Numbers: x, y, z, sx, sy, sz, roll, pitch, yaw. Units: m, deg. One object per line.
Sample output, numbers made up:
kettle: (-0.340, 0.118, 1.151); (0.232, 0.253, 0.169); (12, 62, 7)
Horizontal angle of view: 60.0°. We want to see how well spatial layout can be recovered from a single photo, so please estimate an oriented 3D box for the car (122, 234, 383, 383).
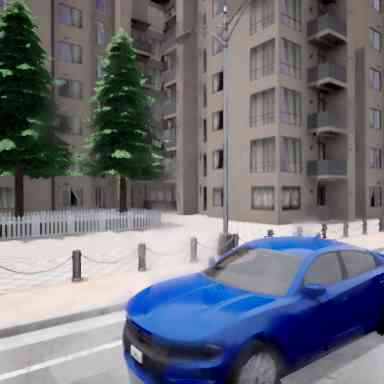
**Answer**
car: (1.422, 1.467, 5.038); (5.008, 1.535, 1.882); (0, 0, -36)
